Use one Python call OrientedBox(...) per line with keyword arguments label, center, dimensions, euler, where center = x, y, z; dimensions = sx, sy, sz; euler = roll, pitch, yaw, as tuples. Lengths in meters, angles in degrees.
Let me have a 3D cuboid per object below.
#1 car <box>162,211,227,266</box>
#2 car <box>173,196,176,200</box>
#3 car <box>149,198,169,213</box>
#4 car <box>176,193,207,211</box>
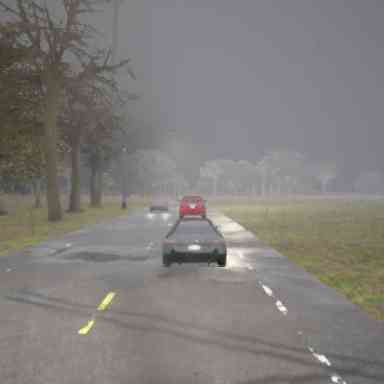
OrientedBox(label="car", center=(0.072, 1.572, 11.572), dimensions=(1.994, 1.385, 4.181), euler=(0, 0, 0))
OrientedBox(label="car", center=(-3.613, 1.558, 79.128), dimensions=(1.812, 1.442, 4.674), euler=(0, 0, 0))
OrientedBox(label="car", center=(-3.645, 1.503, 37.596), dimensions=(1.882, 1.535, 5.008), euler=(0, 0, 0))
OrientedBox(label="car", center=(0.054, 1.241, 28.209), dimensions=(2.150, 2.045, 5.566), euler=(0, 0, 0))
